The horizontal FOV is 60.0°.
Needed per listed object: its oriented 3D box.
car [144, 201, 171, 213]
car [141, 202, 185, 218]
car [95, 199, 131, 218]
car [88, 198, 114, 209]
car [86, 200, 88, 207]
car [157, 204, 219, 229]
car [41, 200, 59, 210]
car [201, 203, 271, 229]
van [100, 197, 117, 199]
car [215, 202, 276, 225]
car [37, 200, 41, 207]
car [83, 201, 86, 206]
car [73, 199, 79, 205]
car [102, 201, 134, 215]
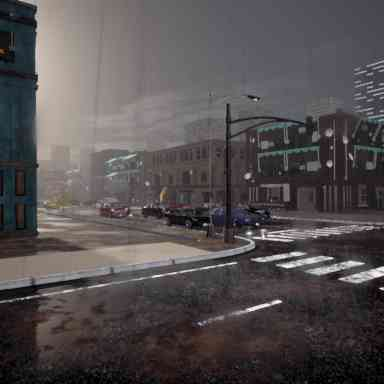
[{"bbox_3d":[-4.699,1.966,44.536,1.802,1.307,4.206,-2,0,-35],"label":"car"},{"bbox_3d":[-3.206,1.813,32.443,2.128,1.511,4.902,-1,0,-35],"label":"car"},{"bbox_3d":[-8.331,1.847,35.169,1.967,1.590,4.097,-1,0,-35],"label":"car"},{"bbox_3d":[-14.875,2.089,54.407,1.812,1.442,4.674,-1,0,-35],"label":"car"},{"bbox_3d":[-17.523,1.941,62.589,2.192,1.841,5.009,-1,0,-35],"label":"car"},{"bbox_3d":[-0.394,1.815,23.784,1.947,1.339,4.313,-1,0,-35],"label":"car"},{"bbox_3d":[-24.251,2.233,57.598,1.752,1.417,4.829,-1,0,-35],"label":"car"},{"bbox_3d":[2.774,1.750,23.980,2.033,1.411,5.357,-1,0,-34],"label":"car"},{"bbox_3d":[-14.318,1.908,58.076,1.690,1.788,3.998,-1,0,-35],"label":"van"},{"bbox_3d":[4.240,1.685,27.323,2.128,1.511,4.902,-1,0,-34],"label":"car"},{"bbox_3d":[-30.758,2.377,66.764,2.008,1.369,4.403,-1,0,-35],"label":"car"},{"bbox_3d":[-20.722,2.228,67.103,1.887,1.381,4.507,-1,0,-35],"label":"car"},{"bbox_3d":[-27.130,2.365,76.130,1.947,1.339,4.313,-1,0,-35],"label":"car"},{"bbox_3d":[-9.205,1.930,40.909,2.128,1.511,4.902,-1,0,-35],"label":"car"}]
